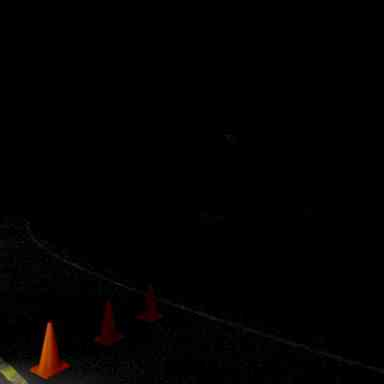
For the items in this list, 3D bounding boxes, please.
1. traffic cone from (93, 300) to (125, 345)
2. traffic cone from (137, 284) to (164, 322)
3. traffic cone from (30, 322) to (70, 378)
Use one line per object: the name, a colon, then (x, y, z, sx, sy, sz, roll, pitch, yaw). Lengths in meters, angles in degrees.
traffic cone: (-1.262, 1.933, 5.051, 0.340, 0.580, 0.340, 1, 1, 32)
traffic cone: (-0.729, 1.926, 5.893, 0.340, 0.580, 0.340, 1, 1, 32)
traffic cone: (-1.794, 1.941, 4.209, 0.340, 0.580, 0.340, 1, 1, 32)
